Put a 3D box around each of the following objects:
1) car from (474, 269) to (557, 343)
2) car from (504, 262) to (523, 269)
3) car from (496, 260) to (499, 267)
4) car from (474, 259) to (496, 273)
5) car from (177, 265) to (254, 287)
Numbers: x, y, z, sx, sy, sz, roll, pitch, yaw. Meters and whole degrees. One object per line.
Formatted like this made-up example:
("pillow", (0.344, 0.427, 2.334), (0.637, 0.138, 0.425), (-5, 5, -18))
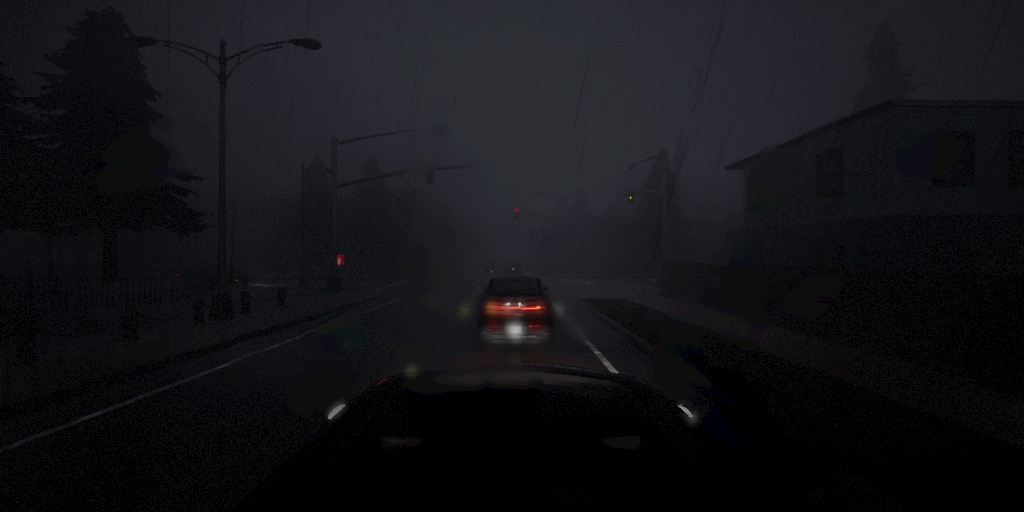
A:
("car", (0.092, 1.255, 9.673), (1.837, 1.490, 4.892), (0, 0, 0))
("car", (0.143, 1.314, 38.574), (1.994, 1.385, 4.181), (0, 0, 1))
("car", (-3.476, 1.241, 54.570), (2.128, 1.511, 4.902), (0, 0, 0))
("car", (-3.507, 1.297, 44.389), (2.033, 1.411, 5.357), (0, 0, 0))
("car", (-19.863, 1.329, 24.001), (4.181, 1.385, 1.994), (0, 0, -2))
